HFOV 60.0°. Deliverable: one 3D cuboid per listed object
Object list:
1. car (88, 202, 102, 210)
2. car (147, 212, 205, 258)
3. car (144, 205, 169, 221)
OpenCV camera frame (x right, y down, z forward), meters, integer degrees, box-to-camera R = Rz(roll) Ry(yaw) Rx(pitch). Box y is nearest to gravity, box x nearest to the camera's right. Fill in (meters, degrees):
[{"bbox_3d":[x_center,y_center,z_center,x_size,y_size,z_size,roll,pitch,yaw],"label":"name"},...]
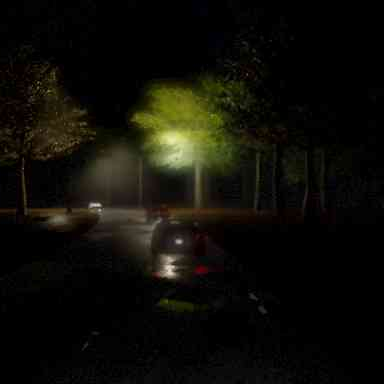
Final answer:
[{"bbox_3d":[-18.104,2.524,61.993,1.812,1.442,4.674,1,-2,-26],"label":"car"},{"bbox_3d":[-0.639,1.719,13.523,1.994,1.385,4.181,0,-1,-5],"label":"car"},{"bbox_3d":[-2.997,1.879,28.690,1.837,1.490,4.892,0,0,-12],"label":"car"}]
